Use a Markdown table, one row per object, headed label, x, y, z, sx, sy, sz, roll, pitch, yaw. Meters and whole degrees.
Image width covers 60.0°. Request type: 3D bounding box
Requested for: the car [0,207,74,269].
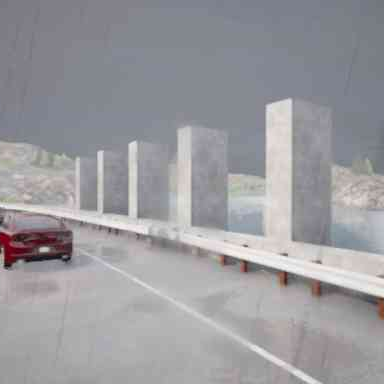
| label | x | y | z | sx | sy | sz | roll | pitch | yaw |
| --- | --- | --- | --- | --- | --- | --- | --- | --- | --- |
| car | -5.502 | 1.449 | 11.369 | 1.882 | 1.535 | 5.008 | 0 | 0 | -34 |
